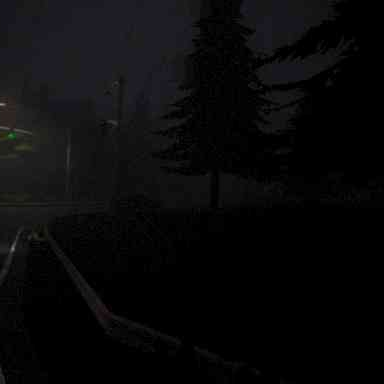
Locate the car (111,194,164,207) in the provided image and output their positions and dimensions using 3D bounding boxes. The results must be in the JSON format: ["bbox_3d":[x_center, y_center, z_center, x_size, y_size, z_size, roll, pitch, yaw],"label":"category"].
[{"bbox_3d":[-4.251,0.911,26.868,1.837,1.490,4.892,4,3,39],"label":"car"}]
